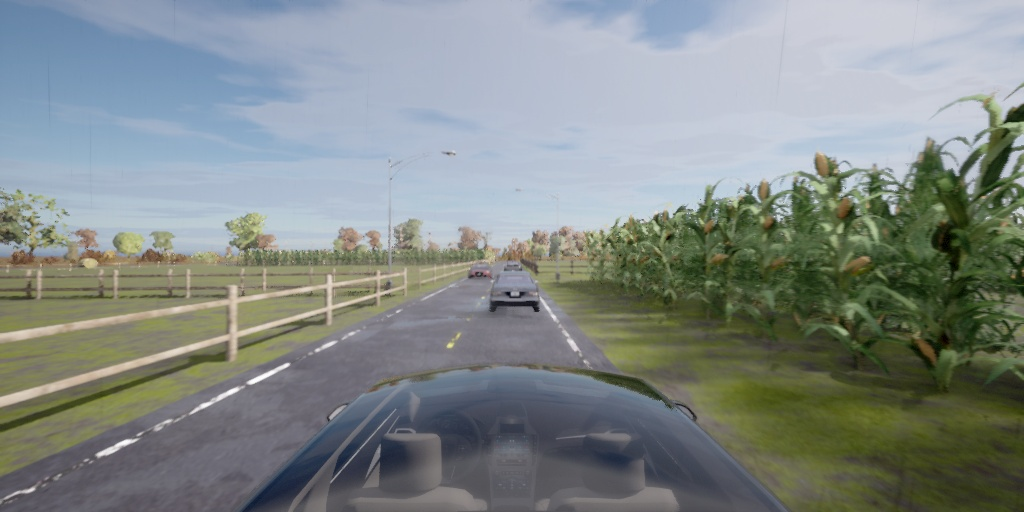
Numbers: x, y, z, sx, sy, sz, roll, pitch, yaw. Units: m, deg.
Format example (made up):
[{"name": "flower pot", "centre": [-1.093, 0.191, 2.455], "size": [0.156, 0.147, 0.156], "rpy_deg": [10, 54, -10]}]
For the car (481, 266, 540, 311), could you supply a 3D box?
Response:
[{"name": "car", "centre": [0.101, 1.310, 14.392], "size": [2.033, 1.411, 5.357], "rpy_deg": [0, 0, 0]}]

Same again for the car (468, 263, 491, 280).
[{"name": "car", "centre": [-2.747, 1.346, 31.924], "size": [1.994, 1.385, 4.181], "rpy_deg": [0, 0, 0]}]

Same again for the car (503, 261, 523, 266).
[{"name": "car", "centre": [0.104, 1.278, 37.029], "size": [2.128, 1.511, 4.902], "rpy_deg": [0, 0, 0]}]
